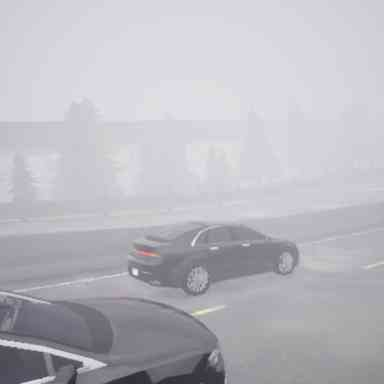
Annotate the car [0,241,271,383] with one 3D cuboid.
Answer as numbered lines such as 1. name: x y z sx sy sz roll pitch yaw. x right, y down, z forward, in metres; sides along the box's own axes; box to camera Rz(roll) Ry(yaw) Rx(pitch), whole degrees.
1. car: -1.912 1.494 2.382 4.902 1.511 2.128 0 0 -35

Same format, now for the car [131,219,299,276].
1. car: 0.742 1.469 8.573 4.892 1.490 1.837 0 0 -35
